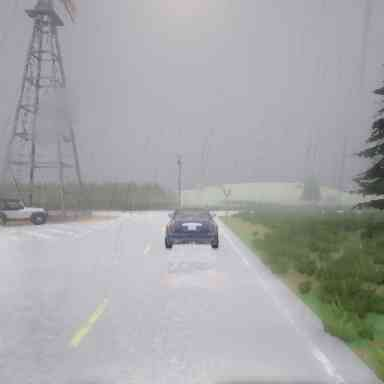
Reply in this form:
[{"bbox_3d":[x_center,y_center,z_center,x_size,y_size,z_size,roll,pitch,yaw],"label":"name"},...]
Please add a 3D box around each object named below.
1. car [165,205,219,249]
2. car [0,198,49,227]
[{"bbox_3d":[0.000,1.363,14.620,2.097,1.767,4.553,0,0,0],"label":"car"},{"bbox_3d":[-11.898,1.354,22.596,3.866,1.878,1.905,0,0,-31],"label":"car"}]
